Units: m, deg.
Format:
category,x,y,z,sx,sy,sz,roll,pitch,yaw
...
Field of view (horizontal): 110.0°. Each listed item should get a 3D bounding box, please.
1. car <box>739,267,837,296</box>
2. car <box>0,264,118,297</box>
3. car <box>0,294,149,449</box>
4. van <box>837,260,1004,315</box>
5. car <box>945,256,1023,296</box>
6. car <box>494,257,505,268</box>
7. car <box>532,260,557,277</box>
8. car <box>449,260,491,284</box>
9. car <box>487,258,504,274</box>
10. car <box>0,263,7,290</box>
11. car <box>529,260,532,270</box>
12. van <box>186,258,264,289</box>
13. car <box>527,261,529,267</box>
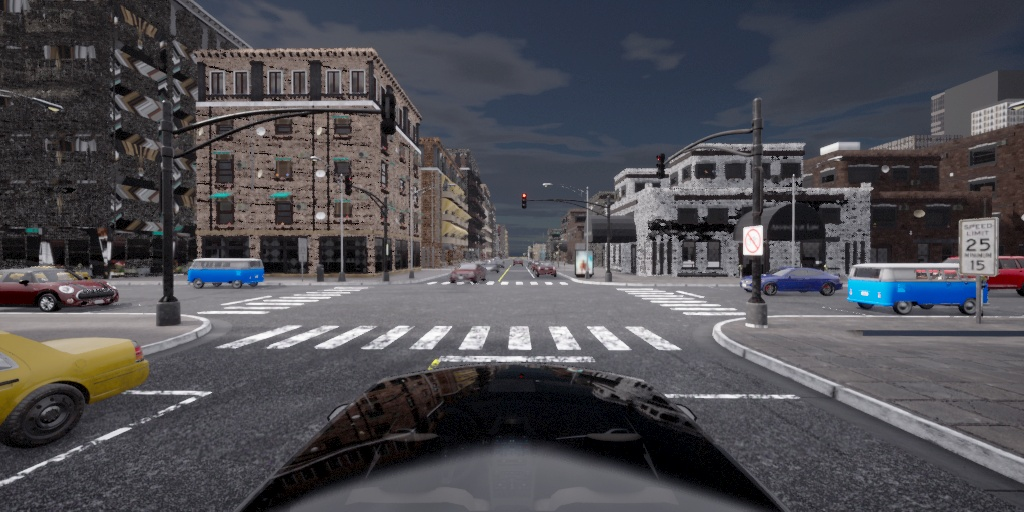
category,x,y,z,sx,sy,sz,roll,pitch,yaw
car,14.688,1.298,18.982,4.674,1.442,1.812,0,0,2
car,-17.529,1.190,13.506,4.097,1.591,1.967,0,0,1
car,-5.681,1.275,2.609,1.751,1.417,4.829,0,0,1
van,14.849,1.156,13.198,3.998,1.789,1.690,0,0,1
car,24.350,1.019,18.891,5.566,2.045,2.150,0,0,0
car,-2.143,1.278,57.361,1.837,1.490,4.892,0,1,1
car,3.253,1.195,35.099,1.967,1.591,4.097,0,0,1
car,-3.162,1.265,26.827,1.812,1.442,4.674,0,-1,8
car,-2.425,1.254,41.639,2.128,1.511,4.902,0,0,1
car,-31.271,1.182,19.425,4.902,1.511,2.128,0,0,1
car,3.445,1.347,46.491,1.802,1.307,4.207,0,0,1
van,-17.430,1.030,21.886,3.998,1.789,1.690,0,0,1
car,3.542,1.321,52.187,2.007,1.370,4.403,0,0,1
